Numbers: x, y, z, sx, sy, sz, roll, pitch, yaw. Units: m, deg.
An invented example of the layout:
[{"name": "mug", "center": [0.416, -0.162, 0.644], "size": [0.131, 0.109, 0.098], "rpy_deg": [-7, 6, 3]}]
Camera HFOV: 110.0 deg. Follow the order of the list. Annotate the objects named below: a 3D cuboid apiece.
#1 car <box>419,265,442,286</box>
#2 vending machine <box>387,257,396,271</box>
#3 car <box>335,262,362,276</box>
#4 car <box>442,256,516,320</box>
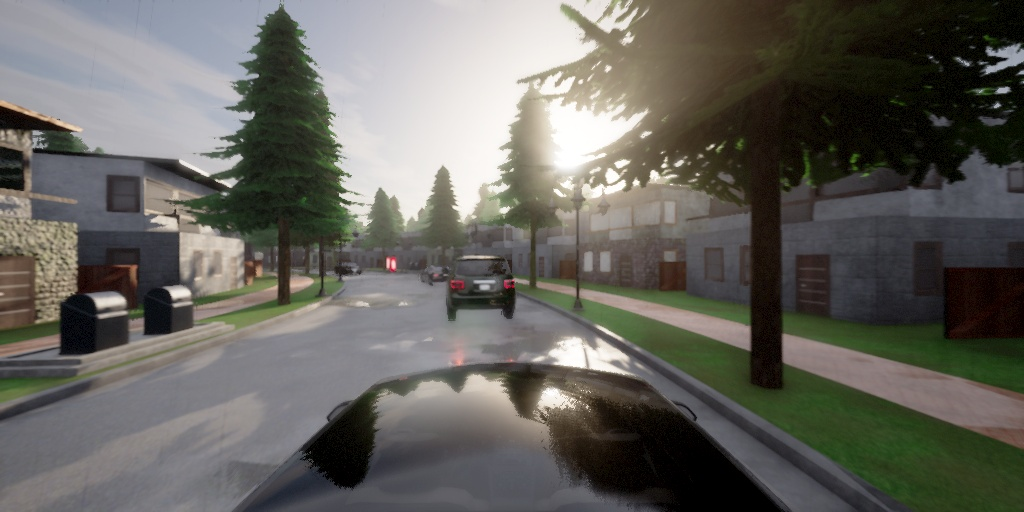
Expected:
[{"name": "car", "center": [-5.569, 1.384, 26.627], "size": [2.033, 1.411, 5.357], "rpy_deg": [0, 0, -24]}, {"name": "vending machine", "center": [-16.595, 1.124, 49.416], "size": [0.880, 2.100, 1.100], "rpy_deg": [0, 0, 44]}, {"name": "car", "center": [-18.282, 1.397, 39.969], "size": [2.128, 1.511, 4.902], "rpy_deg": [0, 0, -41]}, {"name": "car", "center": [-1.330, 1.009, 13.136], "size": [2.150, 2.045, 5.566], "rpy_deg": [0, 0, -11]}]
